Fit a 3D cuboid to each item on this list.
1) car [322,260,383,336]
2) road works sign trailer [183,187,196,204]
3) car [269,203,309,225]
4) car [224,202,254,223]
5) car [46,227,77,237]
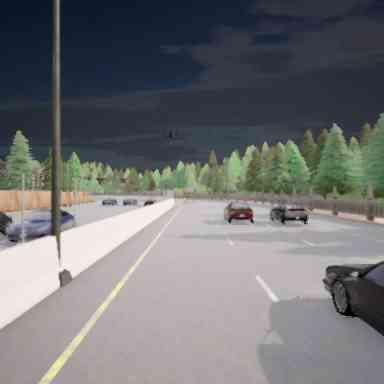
[{"bbox_3d":[3.601,1.559,4.445,2.033,1.411,5.357,0,0,0],"label":"car"},{"bbox_3d":[-0.579,0.647,70.712,2.380,3.560,2.880,0,0,-10],"label":"road works sign trailer"},{"bbox_3d":[7.106,1.556,24.786,2.128,1.511,4.902,0,0,0],"label":"car"},{"bbox_3d":[3.607,1.546,26.360,1.882,1.535,5.008,0,0,0],"label":"car"},{"bbox_3d":[-7.094,1.569,16.366,1.812,1.442,4.674,0,0,0],"label":"car"}]
